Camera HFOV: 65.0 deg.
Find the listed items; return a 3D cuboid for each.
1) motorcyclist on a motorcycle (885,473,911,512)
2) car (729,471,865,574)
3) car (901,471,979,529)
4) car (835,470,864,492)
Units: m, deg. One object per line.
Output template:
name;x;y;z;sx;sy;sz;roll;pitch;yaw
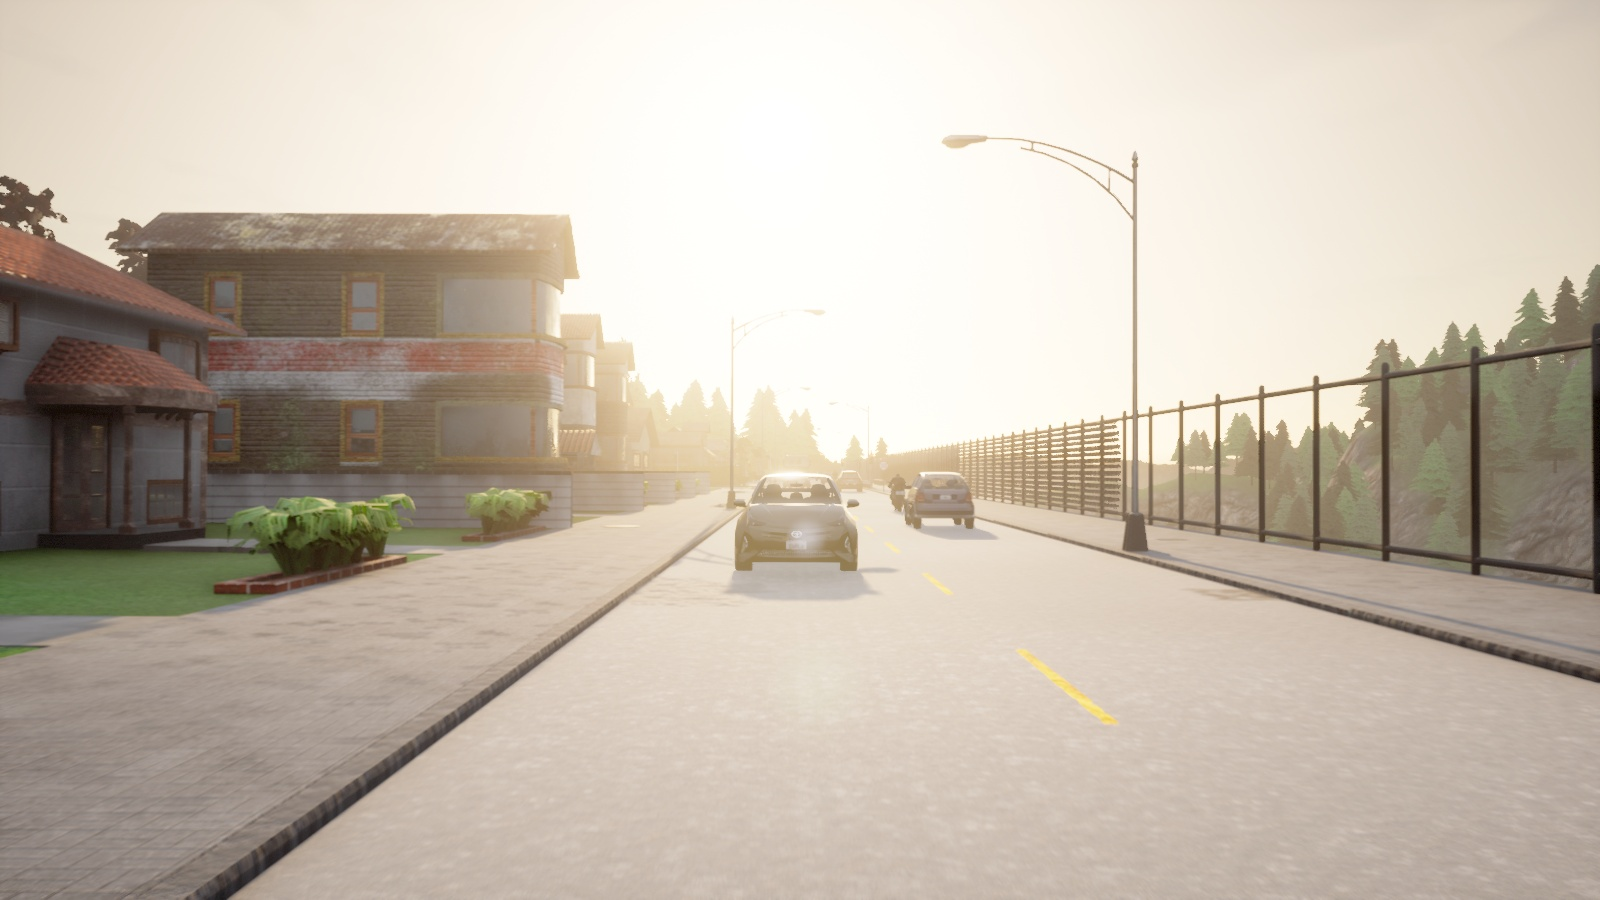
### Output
motorcyclist on a motorcycle;3.879;1.667;49.746;0.866;1.530;2.191;0;-1;0
car;-0.051;1.111;20.892;2.007;1.525;4.514;0;-1;0
car;3.913;1.375;35.692;1.789;1.549;3.705;0;-1;0
car;3.767;2.338;96.057;2.033;1.649;4.856;0;-1;0
